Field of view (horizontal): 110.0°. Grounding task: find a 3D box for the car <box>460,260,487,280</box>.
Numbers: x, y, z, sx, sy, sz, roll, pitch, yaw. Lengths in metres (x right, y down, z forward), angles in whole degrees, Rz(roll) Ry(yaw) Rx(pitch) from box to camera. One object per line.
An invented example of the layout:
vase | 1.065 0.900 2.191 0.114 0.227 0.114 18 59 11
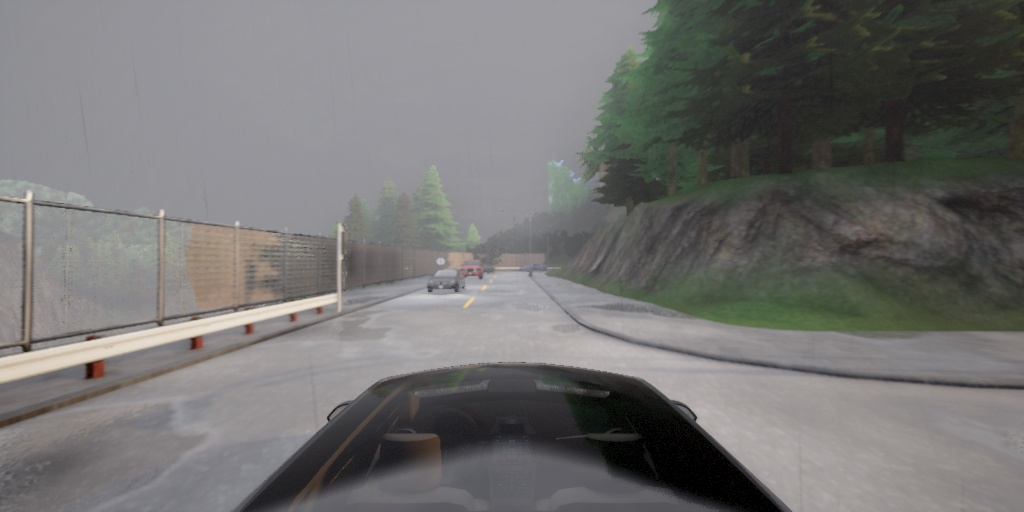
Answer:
car | -4.109 1.386 37.594 2.150 2.045 5.566 0 -1 -2

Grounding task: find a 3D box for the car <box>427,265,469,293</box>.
car | -4.095 1.520 22.966 1.812 1.442 4.674 0 -1 0

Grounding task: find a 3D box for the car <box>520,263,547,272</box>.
car | 3.604 1.951 60.269 4.674 1.442 1.812 0 -1 -17

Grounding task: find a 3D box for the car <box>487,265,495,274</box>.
car | -3.802 1.921 51.145 1.895 1.301 4.718 0 -1 8
